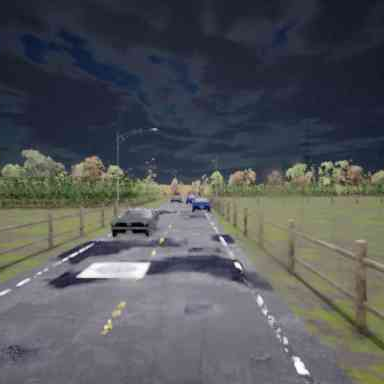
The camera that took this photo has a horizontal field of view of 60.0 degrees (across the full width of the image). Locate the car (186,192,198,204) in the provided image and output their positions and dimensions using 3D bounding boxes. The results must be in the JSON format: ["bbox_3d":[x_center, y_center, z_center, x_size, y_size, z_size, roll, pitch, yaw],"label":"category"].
[{"bbox_3d":[0.007,1.193,54.142,1.882,1.535,5.008,0,0,0],"label":"car"}]

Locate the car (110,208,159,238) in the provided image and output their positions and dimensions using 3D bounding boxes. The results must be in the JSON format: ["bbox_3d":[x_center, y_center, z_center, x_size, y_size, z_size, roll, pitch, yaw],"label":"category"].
[{"bbox_3d":[-2.850,1.515,17.355,1.895,1.301,4.718,0,0,0],"label":"car"}]

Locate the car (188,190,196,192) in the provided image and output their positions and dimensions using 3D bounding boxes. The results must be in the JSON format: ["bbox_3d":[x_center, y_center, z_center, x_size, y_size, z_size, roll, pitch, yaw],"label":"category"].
[{"bbox_3d":[0.010,0.646,71.150,2.150,2.045,5.566,0,0,0],"label":"car"}]

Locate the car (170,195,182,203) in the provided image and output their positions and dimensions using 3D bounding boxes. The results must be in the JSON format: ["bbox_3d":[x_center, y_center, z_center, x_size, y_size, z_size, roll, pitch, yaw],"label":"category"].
[{"bbox_3d":[-2.777,1.232,59.148,2.033,1.411,5.357,0,0,1],"label":"car"}]

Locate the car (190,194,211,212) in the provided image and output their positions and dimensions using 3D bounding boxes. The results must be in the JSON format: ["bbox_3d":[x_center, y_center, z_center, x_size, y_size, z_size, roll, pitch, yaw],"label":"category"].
[{"bbox_3d":[0.967,1.299,35.267,1.882,1.535,5.008,0,0,0],"label":"car"}]
